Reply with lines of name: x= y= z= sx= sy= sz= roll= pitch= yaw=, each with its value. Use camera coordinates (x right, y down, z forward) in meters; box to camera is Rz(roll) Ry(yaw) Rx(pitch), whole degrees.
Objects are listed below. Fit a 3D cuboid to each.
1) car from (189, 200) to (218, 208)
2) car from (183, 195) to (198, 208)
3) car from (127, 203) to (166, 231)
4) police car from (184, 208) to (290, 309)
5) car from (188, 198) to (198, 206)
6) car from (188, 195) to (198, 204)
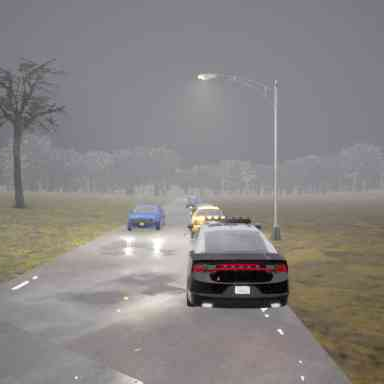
car: x=0.863 y=1.439 z=18.181 sx=1.801 sy=1.575 sz=5.366 roll=0 pitch=0 yaw=0
car: x=0.131 y=1.467 z=45.829 sx=2.033 sy=1.411 sz=5.357 roll=0 pitch=0 yaw=1
car: x=-2.707 y=1.458 z=20.537 sx=1.882 sy=1.535 sz=5.008 roll=0 pitch=0 yaw=0
police car: x=0.842 y=1.420 z=8.101 sx=1.930 sy=1.638 sz=5.238 roll=0 pitch=0 yaw=0
car: x=0.875 y=1.453 z=23.993 sx=1.882 sy=1.535 sz=5.008 roll=0 pitch=0 yaw=0
car: x=0.132 y=1.374 z=63.149 sx=1.812 sy=1.442 sz=4.674 roll=0 pitch=0 yaw=0
